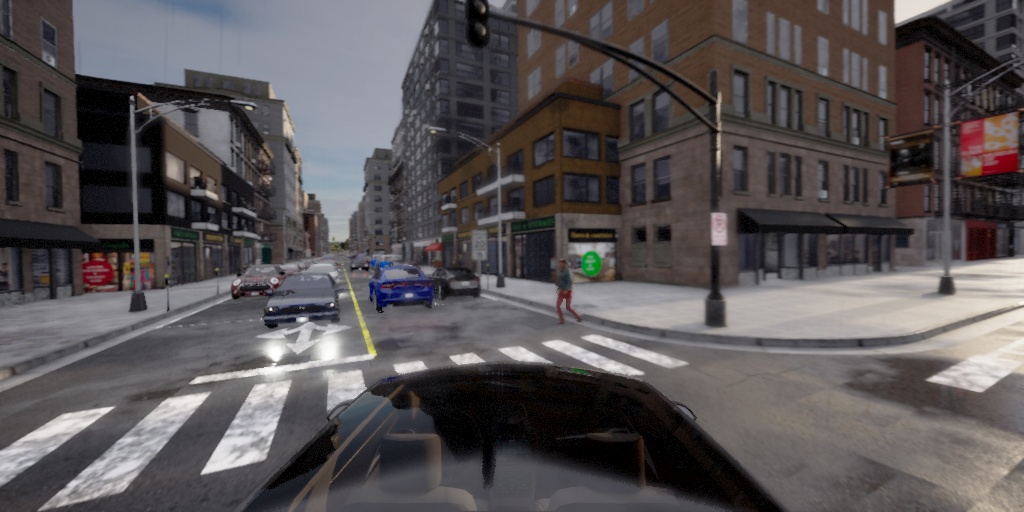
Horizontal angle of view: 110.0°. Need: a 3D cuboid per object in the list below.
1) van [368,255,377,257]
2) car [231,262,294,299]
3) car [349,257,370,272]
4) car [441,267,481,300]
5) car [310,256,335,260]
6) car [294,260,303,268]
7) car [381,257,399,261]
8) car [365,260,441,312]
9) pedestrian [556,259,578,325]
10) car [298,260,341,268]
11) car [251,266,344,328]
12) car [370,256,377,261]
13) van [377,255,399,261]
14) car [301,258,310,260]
[{"bbox_3d":[-17.141,0.729,46.176,1.690,1.789,3.998,0,0,-26],"label":"van"},{"bbox_3d":[-12.390,1.159,17.877,1.967,1.591,4.097,0,0,-26],"label":"car"},{"bbox_3d":[-17.189,1.074,40.301,1.895,1.301,4.718,-1,1,-25],"label":"car"},{"bbox_3d":[-2.768,1.141,16.400,1.948,1.339,4.313,0,0,-26],"label":"car"},{"bbox_3d":[-15.364,1.070,29.865,1.882,1.535,5.008,-1,1,-26],"label":"car"},{"bbox_3d":[-17.181,1.236,27.802,1.802,1.307,4.207,0,0,-26],"label":"car"},{"bbox_3d":[-9.955,1.042,31.289,1.948,1.339,4.313,0,0,-26],"label":"car"},{"bbox_3d":[-4.412,1.119,13.892,1.882,1.535,5.008,-1,1,-25],"label":"car"},{"bbox_3d":[1.424,0.900,9.572,0.375,1.860,0.375,-1,1,-26],"label":"pedestrian"},{"bbox_3d":[-11.002,1.177,20.803,1.812,1.442,4.674,-1,1,-26],"label":"car"},{"bbox_3d":[-6.633,1.260,11.749,2.033,1.411,5.357,-1,1,-26],"label":"car"},{"bbox_3d":[-14.746,0.967,41.214,2.007,1.370,4.403,0,0,-26],"label":"car"},{"bbox_3d":[-12.350,0.787,36.251,1.690,1.789,3.998,0,0,-26],"label":"van"},{"bbox_3d":[-19.576,1.174,32.764,2.007,1.370,4.403,0,0,-26],"label":"car"}]
